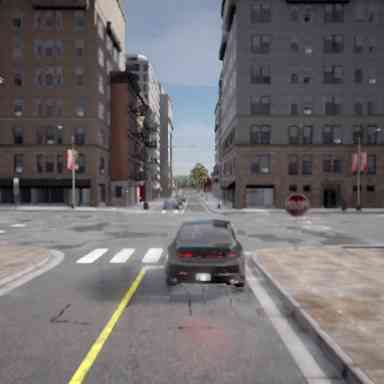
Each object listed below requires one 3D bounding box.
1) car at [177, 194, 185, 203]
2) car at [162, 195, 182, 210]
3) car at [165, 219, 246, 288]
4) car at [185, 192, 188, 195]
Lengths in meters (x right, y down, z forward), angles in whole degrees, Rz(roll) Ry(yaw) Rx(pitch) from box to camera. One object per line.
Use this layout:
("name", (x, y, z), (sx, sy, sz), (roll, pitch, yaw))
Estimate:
("car", (-2.521, 1.495, 53.483), (2.033, 1.411, 5.357), (0, 0, 0))
("car", (-2.554, 1.494, 41.751), (1.812, 1.442, 4.674), (0, 0, 1))
("car", (0.430, 1.501, 9.259), (1.837, 1.490, 4.892), (0, 0, 5))
("car", (-2.427, 1.259, 67.469), (2.097, 1.767, 4.553), (0, 0, 0))
